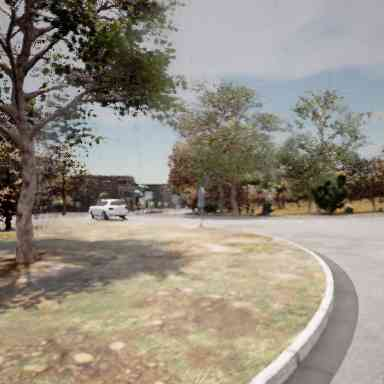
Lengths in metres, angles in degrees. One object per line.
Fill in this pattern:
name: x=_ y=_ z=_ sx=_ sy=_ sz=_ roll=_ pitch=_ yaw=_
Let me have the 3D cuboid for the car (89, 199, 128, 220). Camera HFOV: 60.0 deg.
car: x=-8.686 y=1.794 z=34.393 sx=2.150 sy=2.045 sz=5.566 roll=-2 pitch=0 yaw=-39
